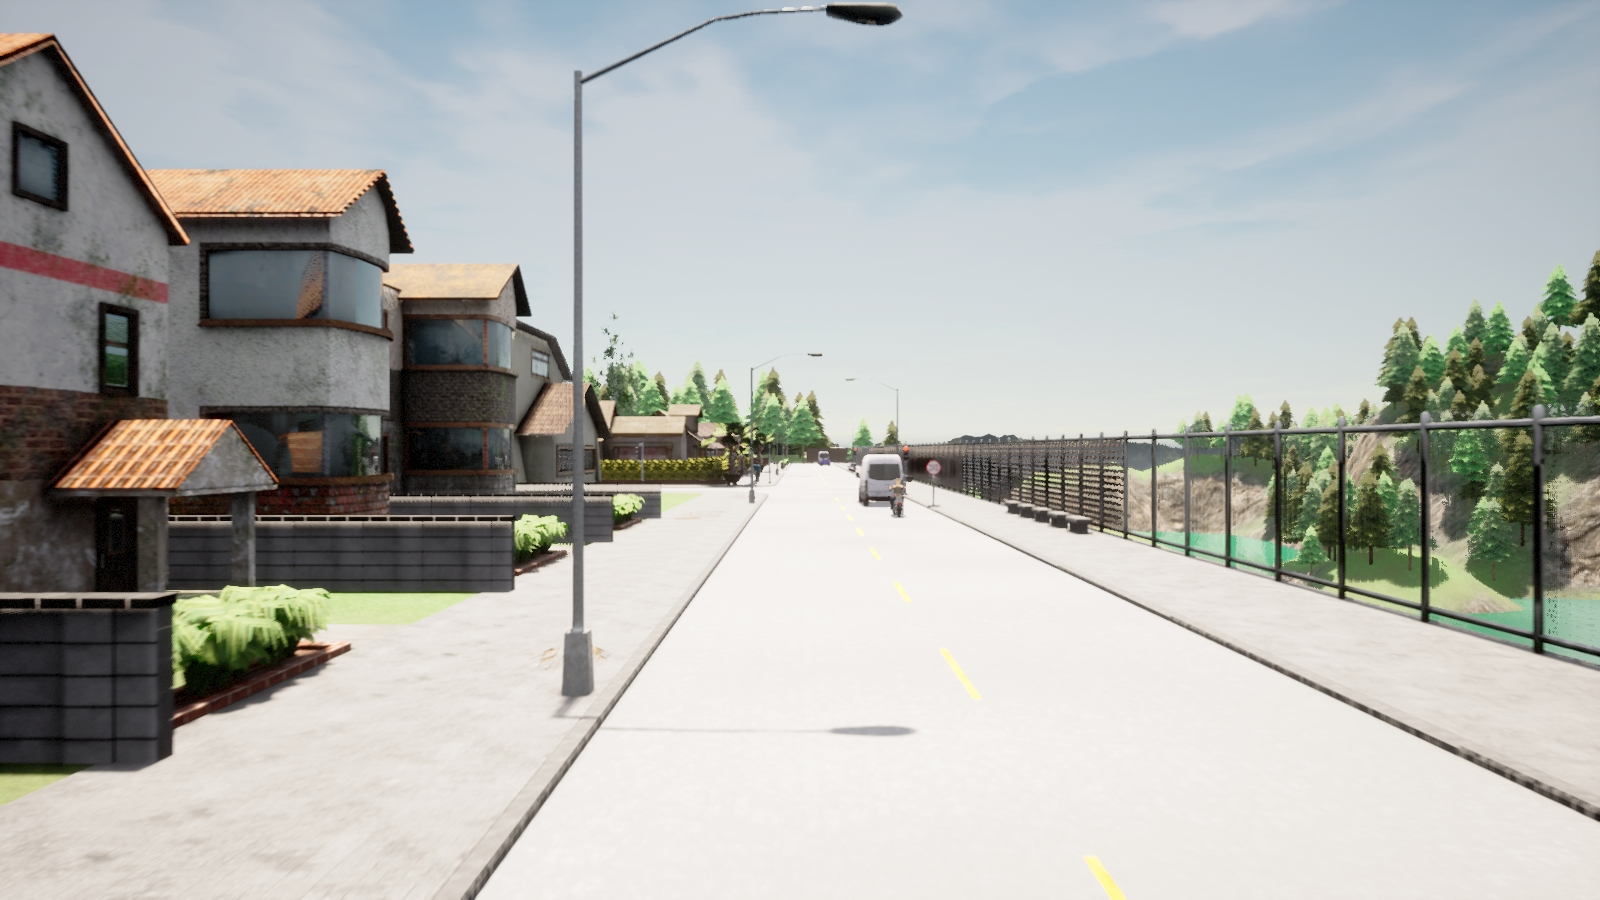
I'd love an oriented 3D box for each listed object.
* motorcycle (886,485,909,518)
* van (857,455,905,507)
[{"bbox_3d":[4.112,2.155,48.405,0.764,1.307,2.356,0,0,0],"label":"motorcycle"},{"bbox_3d":[4.129,1.533,59.133,1.988,2.561,5.915,0,0,-1],"label":"van"}]
